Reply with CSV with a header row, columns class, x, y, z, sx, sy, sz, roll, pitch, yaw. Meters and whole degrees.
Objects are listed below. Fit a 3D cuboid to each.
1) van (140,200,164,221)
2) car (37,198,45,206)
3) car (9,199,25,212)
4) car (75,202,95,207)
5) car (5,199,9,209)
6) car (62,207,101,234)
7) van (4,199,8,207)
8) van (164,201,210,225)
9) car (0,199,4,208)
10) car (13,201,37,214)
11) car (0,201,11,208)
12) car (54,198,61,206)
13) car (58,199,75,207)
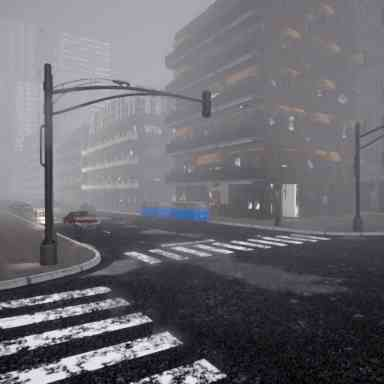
class,x,y,z,sx,sy,sz,roll,pitch,yaw
van,-3.353,1.675,30.929,1.690,1.788,3.998,-1,0,-33
car,-34.115,2.388,77.743,2.192,1.841,5.009,-1,0,-33
car,-25.723,2.174,49.775,1.967,1.590,4.097,-1,0,-33
car,-15.652,2.211,49.654,1.802,1.307,4.206,-1,0,-33
car,-28.796,2.359,54.457,2.008,1.369,4.403,-1,0,-33
car,-7.263,1.874,21.687,1.802,1.307,4.206,-1,0,-33
van,-31.877,2.223,59.138,1.690,1.788,3.998,-1,0,-33
van,-0.277,1.601,26.247,1.690,1.788,3.998,-1,0,-33
car,-38.049,2.345,68.489,2.192,1.841,5.009,-1,0,-33
car,-22.644,2.242,45.094,1.802,1.307,4.206,-1,0,-33
car,-41.134,2.655,73.160,2.008,1.369,4.403,-1,0,-33
car,-27.962,2.239,68.380,2.192,1.841,5.009,-1,0,-33
car,-21.899,2.304,59.159,1.752,1.417,4.829,-1,0,-33
